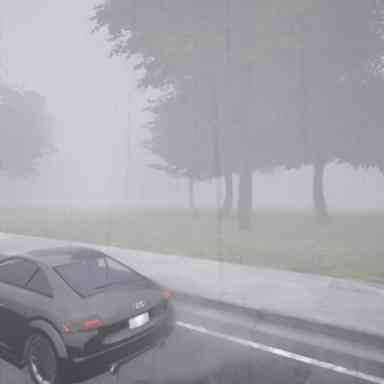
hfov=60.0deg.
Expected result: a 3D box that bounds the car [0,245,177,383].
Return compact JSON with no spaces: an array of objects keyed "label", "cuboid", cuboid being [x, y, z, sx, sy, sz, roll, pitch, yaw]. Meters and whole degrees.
[{"label":"car","cuboid":[-2.294,1.583,5.322,4.181,1.385,1.994,0,0,35]}]
